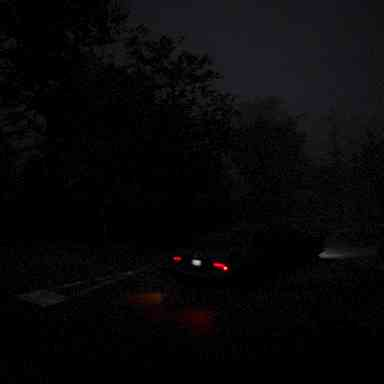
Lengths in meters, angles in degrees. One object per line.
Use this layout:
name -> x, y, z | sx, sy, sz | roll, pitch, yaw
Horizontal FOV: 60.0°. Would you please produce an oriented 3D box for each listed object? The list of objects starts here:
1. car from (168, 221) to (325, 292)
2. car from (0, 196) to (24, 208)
car -> 1.771, 1.495, 9.046 | 2.033, 1.411, 5.357 | -2, 1, 42
car -> -21.757, 1.194, 37.222 | 1.837, 1.490, 4.892 | -3, -3, 35
